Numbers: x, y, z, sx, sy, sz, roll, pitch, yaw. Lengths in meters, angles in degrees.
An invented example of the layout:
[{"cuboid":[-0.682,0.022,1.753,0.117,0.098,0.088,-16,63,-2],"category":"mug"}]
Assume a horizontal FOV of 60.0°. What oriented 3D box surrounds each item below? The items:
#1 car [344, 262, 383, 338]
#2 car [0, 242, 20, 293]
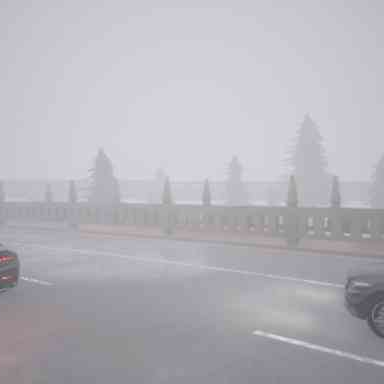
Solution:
[{"cuboid":[4.722,1.490,4.735,4.674,1.442,1.812,0,0,36],"category":"car"},{"cuboid":[-5.913,1.519,7.437,4.892,1.490,1.837,0,0,30],"category":"car"}]
